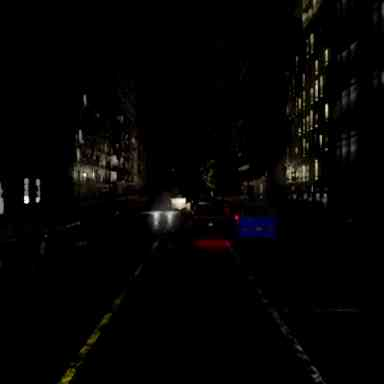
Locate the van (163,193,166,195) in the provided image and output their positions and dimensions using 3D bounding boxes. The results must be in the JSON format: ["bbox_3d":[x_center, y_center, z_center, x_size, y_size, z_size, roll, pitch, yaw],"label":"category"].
[{"bbox_3d":[-5.696,1.011,60.873,1.690,1.788,3.998,0,0,0],"label":"van"}]

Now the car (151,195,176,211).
[{"bbox_3d":[-3.099,1.332,37.029,1.812,1.442,4.674,0,0,0],"label":"car"}]

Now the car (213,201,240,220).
[{"bbox_3d":[2.688,1.442,26.717,1.802,1.307,4.206,0,0,0],"label":"car"}]

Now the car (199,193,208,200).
[{"bbox_3d":[2.683,0.994,77.947,1.967,1.590,4.097,0,0,0],"label":"car"}]

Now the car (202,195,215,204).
[{"bbox_3d":[2.685,1.256,55.179,2.008,1.369,4.403,0,0,0],"label":"car"}]

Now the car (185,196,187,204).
[{"bbox_3d":[-0.005,1.064,54.081,2.097,1.767,4.553,0,0,0],"label":"car"}]

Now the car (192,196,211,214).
[{"bbox_3d":[0.897,1.274,34.541,1.801,1.575,5.366,0,0,0],"label":"car"}]

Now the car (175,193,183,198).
[{"bbox_3d":[-3.008,0.971,78.411,1.812,1.442,4.674,0,0,0],"label":"car"}]

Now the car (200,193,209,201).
[{"bbox_3d":[2.684,1.033,72.255,1.967,1.590,4.097,0,0,0],"label":"car"}]

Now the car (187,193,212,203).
[{"bbox_3d":[0.848,1.203,28.312,2.097,1.767,4.553,0,0,-1],"label":"car"}]

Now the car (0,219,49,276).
[{"bbox_3d":[-5.691,1.500,9.642,2.008,1.369,4.403,0,0,0],"label":"car"}]

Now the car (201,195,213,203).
[{"bbox_3d":[2.685,1.220,60.871,2.008,1.369,4.403,0,0,0],"label":"car"}]

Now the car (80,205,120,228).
[{"bbox_3d":[-5.693,1.472,21.027,1.802,1.307,4.206,0,0,0],"label":"car"}]

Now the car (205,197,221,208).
[{"bbox_3d":[2.686,1.352,43.795,1.802,1.307,4.206,0,0,0],"label":"car"}]

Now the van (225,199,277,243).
[{"bbox_3d":[2.689,1.261,15.332,1.690,1.788,3.998,0,0,0],"label":"van"}]

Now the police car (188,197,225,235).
[{"bbox_3d":[0.898,1.329,18.461,1.930,1.638,5.238,0,0,0],"label":"police car"}]

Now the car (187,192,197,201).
[{"bbox_3d":[-0.007,0.930,69.081,2.097,1.767,4.553,0,0,0],"label":"car"}]

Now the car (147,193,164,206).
[{"bbox_3d":[-5.695,1.289,49.489,2.008,1.369,4.403,0,0,0],"label":"car"}]
